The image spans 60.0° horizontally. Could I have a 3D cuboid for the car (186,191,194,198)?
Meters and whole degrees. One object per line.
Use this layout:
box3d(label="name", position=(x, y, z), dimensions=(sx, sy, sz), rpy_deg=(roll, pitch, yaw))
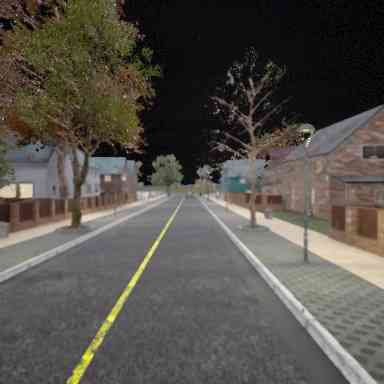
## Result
box3d(label="car", position=(-0.551, 0.606, 82.701), dimensions=(1.812, 1.442, 4.674), rpy_deg=(0, 1, 0))

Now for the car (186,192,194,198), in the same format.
box3d(label="car", position=(-0.484, 0.638, 72.865), dimensions=(2.033, 1.411, 5.357), rpy_deg=(0, 1, 0))
